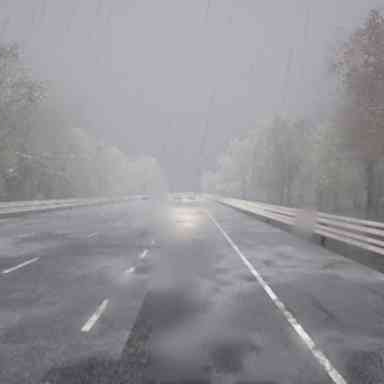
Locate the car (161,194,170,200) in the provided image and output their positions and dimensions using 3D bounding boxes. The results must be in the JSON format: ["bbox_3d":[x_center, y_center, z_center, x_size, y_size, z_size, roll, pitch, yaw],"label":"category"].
[{"bbox_3d":[-6.968,1.424,88.601,1.882,1.535,5.008,0,0,0],"label":"car"}]

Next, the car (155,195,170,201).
[{"bbox_3d":[-6.972,1.399,78.589,1.994,1.385,4.181,0,0,0],"label":"car"}]

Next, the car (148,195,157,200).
[{"bbox_3d":[-10.468,1.446,88.602,1.837,1.490,4.892,0,0,0],"label":"car"}]

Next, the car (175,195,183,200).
[{"bbox_3d":[-3.468,1.541,88.629,1.895,1.301,4.718,0,0,0],"label":"car"}]

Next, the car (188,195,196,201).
[{"bbox_3d":[0.028,1.387,78.170,2.033,1.411,5.357,0,0,0],"label":"car"}]

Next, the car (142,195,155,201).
[{"bbox_3d":[-10.471,1.324,78.174,1.882,1.535,5.008,0,0,0],"label":"car"}]

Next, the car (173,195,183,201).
[{"bbox_3d":[-3.471,1.372,78.171,2.128,1.511,4.902,0,0,0],"label":"car"}]
